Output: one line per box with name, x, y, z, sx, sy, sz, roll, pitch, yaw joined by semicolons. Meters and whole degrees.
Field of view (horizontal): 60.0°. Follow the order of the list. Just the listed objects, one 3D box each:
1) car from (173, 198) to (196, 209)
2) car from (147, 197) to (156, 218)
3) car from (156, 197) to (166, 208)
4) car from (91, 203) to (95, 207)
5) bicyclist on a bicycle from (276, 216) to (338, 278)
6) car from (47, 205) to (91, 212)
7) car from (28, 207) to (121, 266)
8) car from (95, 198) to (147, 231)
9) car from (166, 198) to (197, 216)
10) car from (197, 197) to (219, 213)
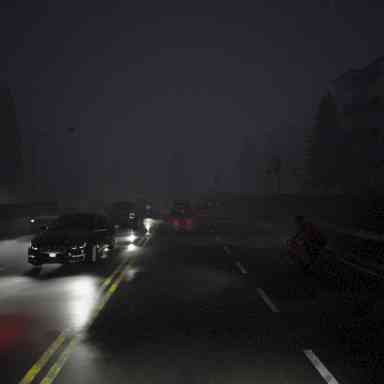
car;-1.098;1.562;47.529;1.994;1.385;4.181;0;0;-22
car;-4.681;1.351;30.411;2.097;1.767;4.553;0;0;-4
car;-4.854;1.502;47.238;1.837;1.490;4.892;0;0;-22
car;-8.148;1.563;29.989;1.994;1.385;4.181;0;0;-4
bicyclist on a bicycle;3.007;1.448;8.750;1.656;1.620;0.582;-2;0;-2
car;-7.709;1.600;19.591;1.895;1.301;4.718;0;0;-2
car;-3.946;1.504;11.657;1.837;1.490;4.892;0;0;-2
car;-4.258;1.351;20.715;2.097;1.767;4.553;0;0;-2
car;-1.102;1.489;32.007;2.128;1.511;4.902;0;0;-6
car;1.555;1.350;37.753;2.097;1.767;4.553;0;0;-9
